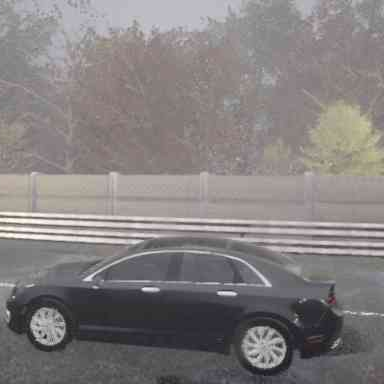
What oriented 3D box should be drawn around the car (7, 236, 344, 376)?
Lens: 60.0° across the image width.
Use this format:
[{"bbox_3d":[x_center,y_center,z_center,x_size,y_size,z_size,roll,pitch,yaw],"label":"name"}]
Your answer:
[{"bbox_3d":[-0.335,1.459,5.129,4.892,1.490,1.837,1,1,10],"label":"car"}]
